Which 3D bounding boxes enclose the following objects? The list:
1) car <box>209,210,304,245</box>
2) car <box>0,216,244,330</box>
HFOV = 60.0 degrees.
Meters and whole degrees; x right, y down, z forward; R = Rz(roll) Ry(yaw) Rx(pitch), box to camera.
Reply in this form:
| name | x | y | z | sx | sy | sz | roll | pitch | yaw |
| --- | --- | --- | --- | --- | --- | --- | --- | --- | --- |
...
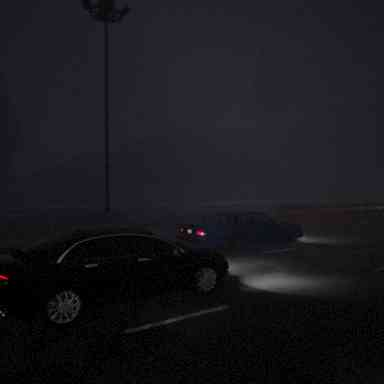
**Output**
| name | x | y | z | sx | sy | sz | roll | pitch | yaw |
| --- | --- | --- | --- | --- | --- | --- | --- | --- | --- |
| car | 2.056 | 1.448 | 13.328 | 5.357 | 1.411 | 2.033 | -1 | 0 | -31 |
| car | -1.420 | 1.467 | 6.889 | 4.892 | 1.490 | 1.837 | -1 | 0 | -34 |
